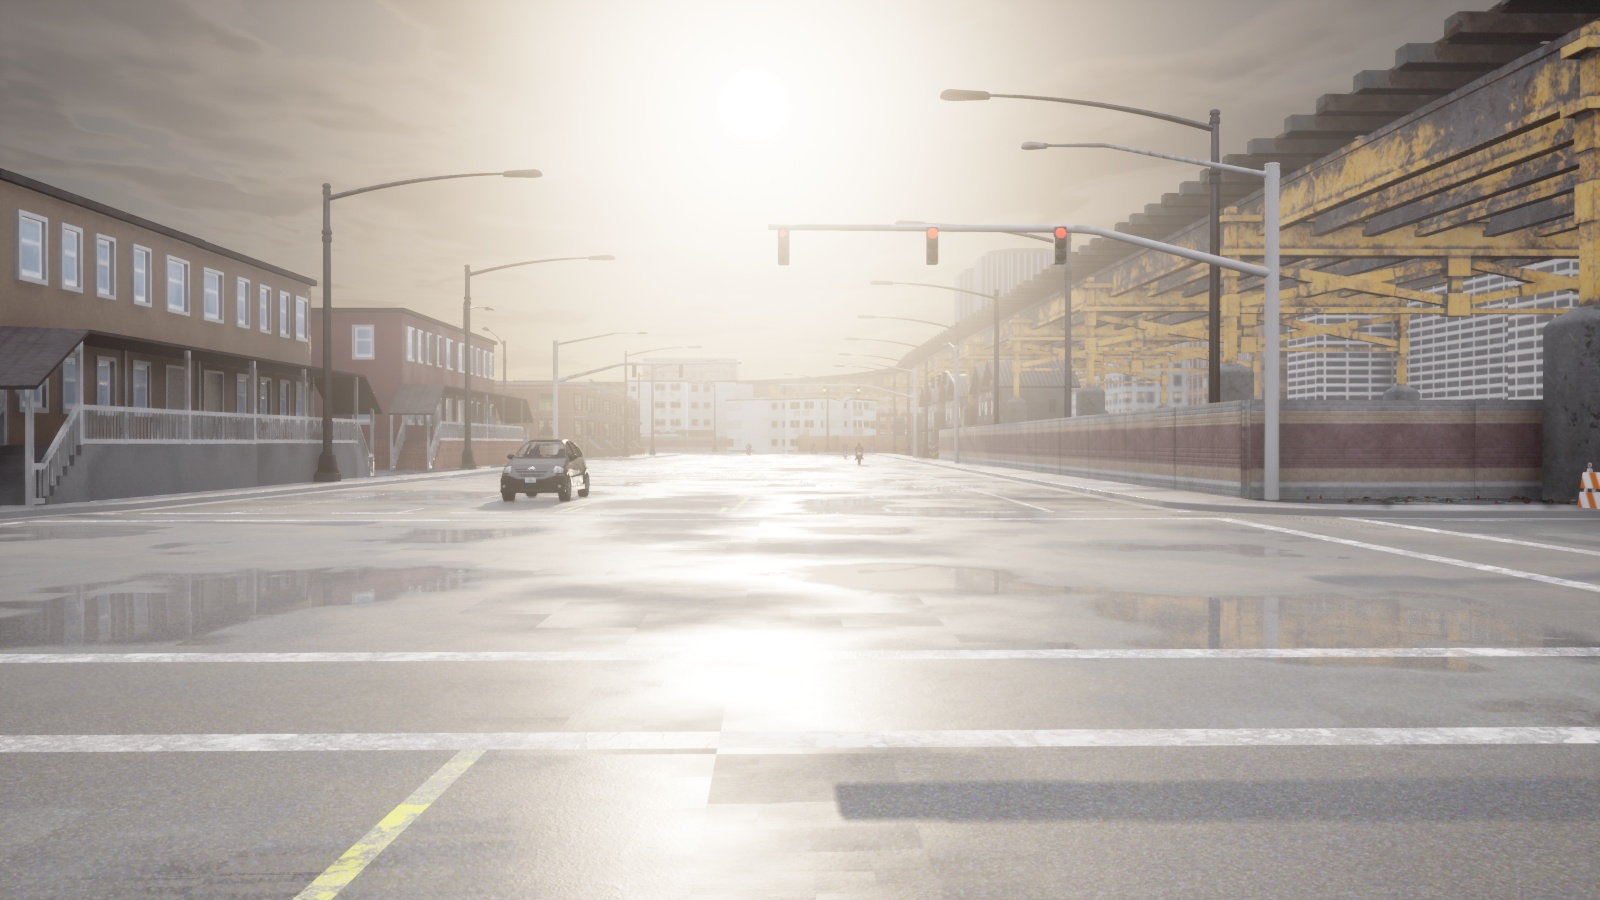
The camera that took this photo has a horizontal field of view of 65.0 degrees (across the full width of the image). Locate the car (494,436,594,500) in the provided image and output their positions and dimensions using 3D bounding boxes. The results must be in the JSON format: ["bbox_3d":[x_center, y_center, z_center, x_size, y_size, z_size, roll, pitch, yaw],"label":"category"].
[{"bbox_3d":[-6.792,0.449,33.720,1.851,1.617,3.988,0,0,0],"label":"car"}]
